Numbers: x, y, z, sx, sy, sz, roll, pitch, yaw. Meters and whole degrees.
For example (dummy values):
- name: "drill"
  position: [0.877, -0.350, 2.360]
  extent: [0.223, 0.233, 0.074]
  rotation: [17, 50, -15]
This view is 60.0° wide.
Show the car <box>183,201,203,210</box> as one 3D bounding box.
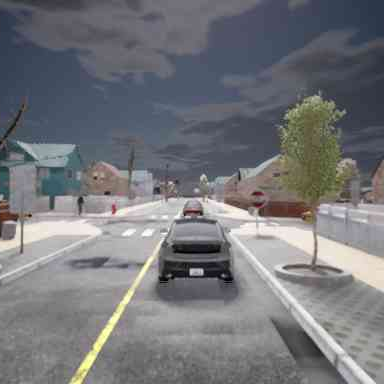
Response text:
- name: "car"
  position: [0.116, 1.588, 34.100]
  extent: [1.994, 1.385, 4.181]
  rotation: [0, 0, 0]

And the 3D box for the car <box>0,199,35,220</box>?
- name: "car"
  position: [-13.439, 1.193, 22.817]
  extent: [5.008, 1.535, 1.882]
  rotation: [1, -1, 0]

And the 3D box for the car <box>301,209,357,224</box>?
- name: "car"
  position: [11.035, 1.790, 25.726]
  extent: [5.008, 1.535, 1.882]
  rotation: [1, -1, -1]

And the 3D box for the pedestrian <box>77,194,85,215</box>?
- name: "pedestrian"
  position: [-9.618, 1.038, 28.677]
  extent: [0.375, 1.860, 0.375]
  rotation: [0, -2, 0]

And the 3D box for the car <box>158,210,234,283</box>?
- name: "car"
  position: [0.101, 1.506, 9.688]
  extent: [1.837, 1.490, 4.892]
  rotation: [0, 0, 0]
